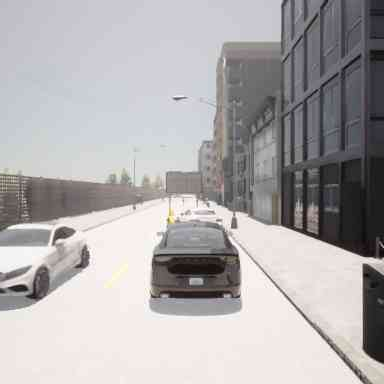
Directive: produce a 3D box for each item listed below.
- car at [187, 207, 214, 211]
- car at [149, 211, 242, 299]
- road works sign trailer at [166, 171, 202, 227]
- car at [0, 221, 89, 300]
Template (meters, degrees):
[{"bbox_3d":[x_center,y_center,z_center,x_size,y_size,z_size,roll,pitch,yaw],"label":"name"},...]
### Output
[{"bbox_3d":[0.410,1.540,17.883,1.812,1.442,4.674,0,-1,-9],"label":"car"},{"bbox_3d":[0.073,1.478,8.529,1.882,1.535,5.008,0,0,0],"label":"car"},{"bbox_3d":[-0.569,0.464,21.365,2.380,3.560,2.880,0,0,-17],"label":"road works sign trailer"},{"bbox_3d":[-4.026,1.525,8.493,1.812,1.442,4.674,0,0,0],"label":"car"}]
